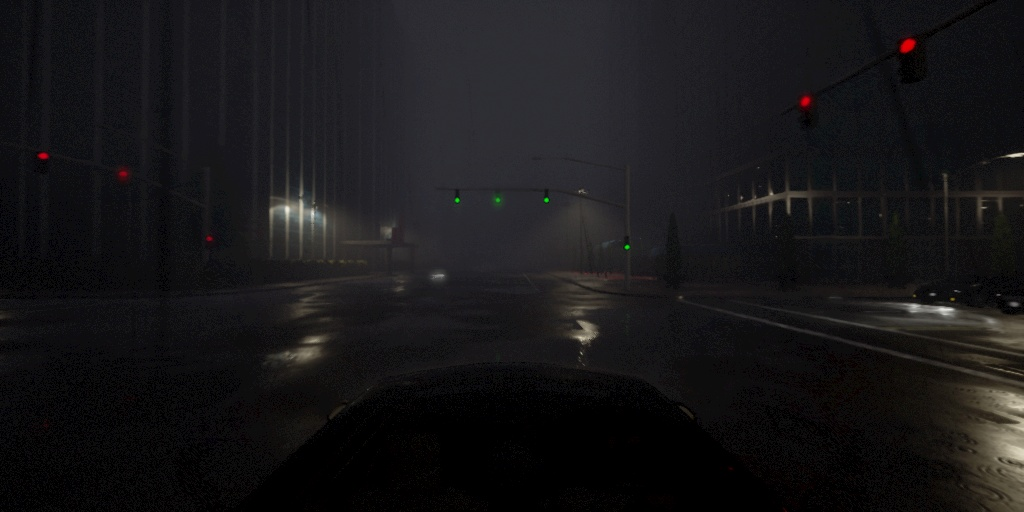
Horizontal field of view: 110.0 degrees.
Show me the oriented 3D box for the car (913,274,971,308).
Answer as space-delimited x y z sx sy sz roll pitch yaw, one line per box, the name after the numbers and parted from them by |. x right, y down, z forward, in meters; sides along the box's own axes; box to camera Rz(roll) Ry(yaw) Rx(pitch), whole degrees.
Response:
20.416 1.500 15.703 4.181 1.385 1.994 0 -1 1 | car

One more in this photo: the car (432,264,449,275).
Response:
-10.492 1.979 52.679 2.128 1.511 4.902 0 0 0 | car

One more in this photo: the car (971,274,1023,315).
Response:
19.577 1.381 12.213 4.902 1.511 2.128 0 -1 1 | car
